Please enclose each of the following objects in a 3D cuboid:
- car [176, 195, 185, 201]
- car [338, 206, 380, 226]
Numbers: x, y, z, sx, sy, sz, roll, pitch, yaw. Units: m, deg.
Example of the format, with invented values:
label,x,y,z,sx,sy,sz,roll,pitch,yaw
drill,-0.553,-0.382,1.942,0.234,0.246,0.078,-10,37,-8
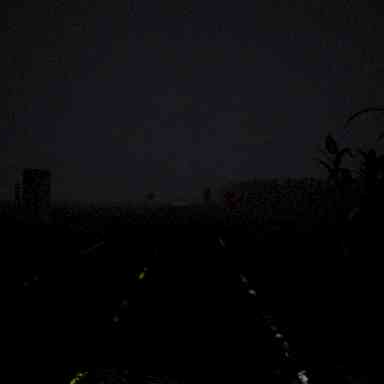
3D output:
label,x,y,z,sx,sy,sz,roll,pitch,yaw
car,-2.744,1.487,78.343,2.033,1.411,5.357,0,0,0
car,14.066,1.843,25.997,4.892,1.490,1.837,1,-1,1
